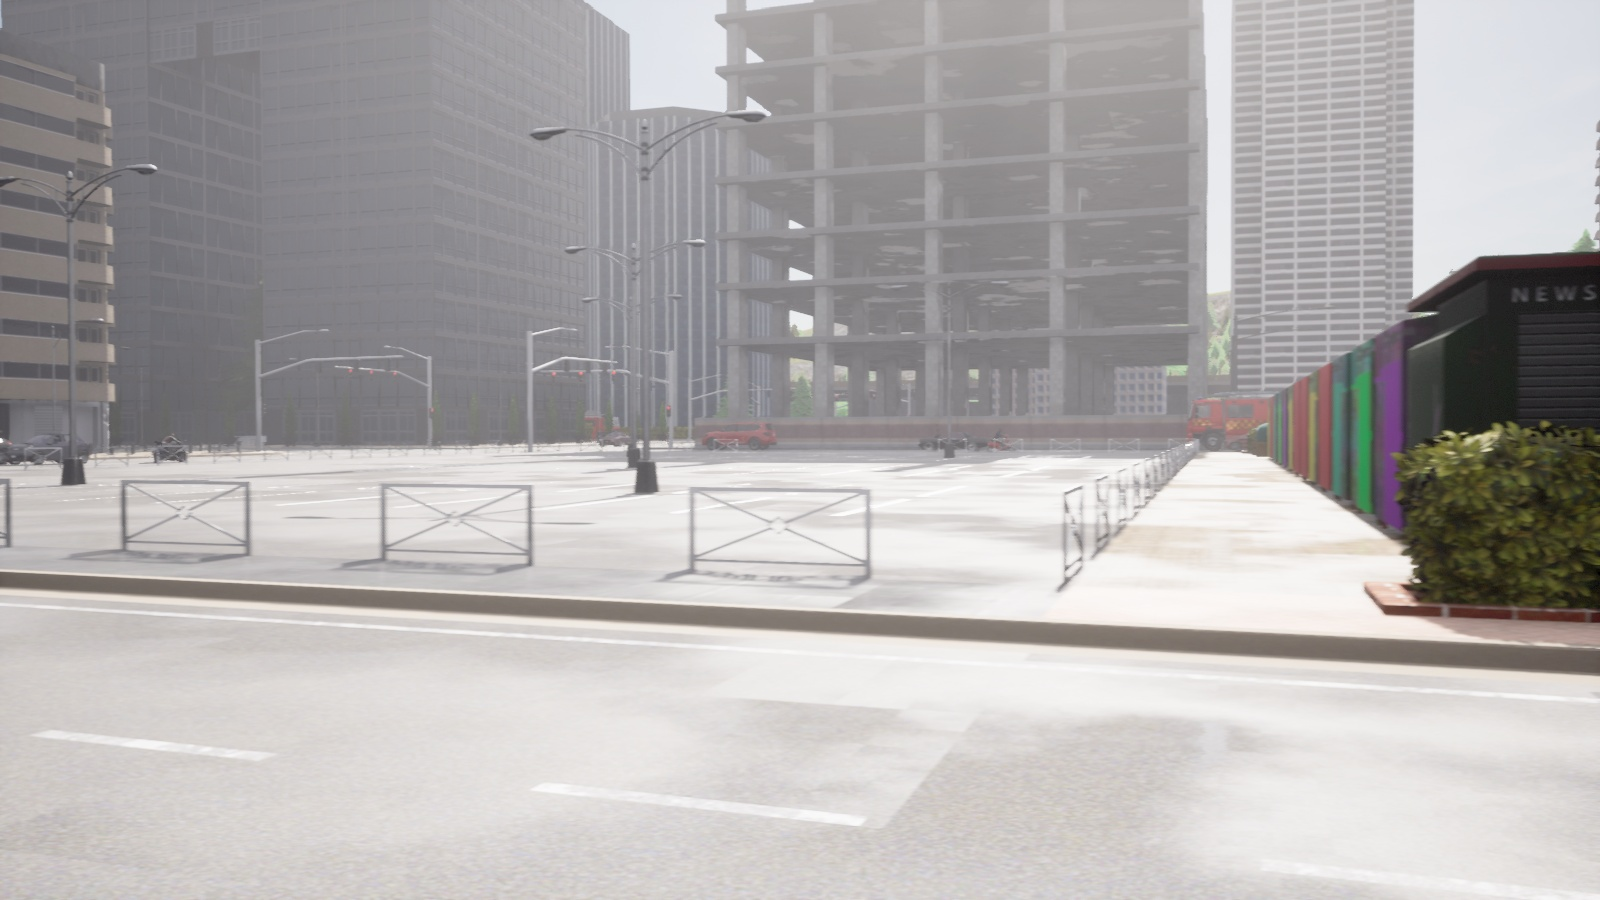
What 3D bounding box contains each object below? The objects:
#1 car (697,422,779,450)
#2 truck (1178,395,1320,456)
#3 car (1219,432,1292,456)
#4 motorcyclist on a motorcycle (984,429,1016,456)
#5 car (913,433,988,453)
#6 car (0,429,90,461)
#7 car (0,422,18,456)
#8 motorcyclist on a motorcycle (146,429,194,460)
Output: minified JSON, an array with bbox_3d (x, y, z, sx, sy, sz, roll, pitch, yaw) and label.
[{"bbox_3d":[-4.567,-1.035,92.588,5.566,2.045,2.150,1,1,18],"label":"car"},{"bbox_3d":[29.056,-1.616,81.615,8.468,3.827,2.891,1,1,18],"label":"truck"},{"bbox_3d":[28.310,-0.385,78.195,4.193,1.474,1.816,1,1,18],"label":"car"},{"bbox_3d":[12.120,-0.471,76.110,1.817,1.590,0.866,1,1,18],"label":"motorcyclist on a motorcycle"},{"bbox_3d":[10.111,-0.462,84.128,4.718,1.301,1.895,1,1,18],"label":"car"},{"bbox_3d":[-36.618,-0.283,60.751,1.845,1.501,3.633,1,1,18],"label":"car"},{"bbox_3d":[-40.522,-0.522,60.082,2.152,1.651,5.027,1,1,18],"label":"car"},{"bbox_3d":[-31.955,-0.293,63.713,0.866,1.530,2.191,1,1,18],"label":"motorcyclist on a motorcycle"}]
